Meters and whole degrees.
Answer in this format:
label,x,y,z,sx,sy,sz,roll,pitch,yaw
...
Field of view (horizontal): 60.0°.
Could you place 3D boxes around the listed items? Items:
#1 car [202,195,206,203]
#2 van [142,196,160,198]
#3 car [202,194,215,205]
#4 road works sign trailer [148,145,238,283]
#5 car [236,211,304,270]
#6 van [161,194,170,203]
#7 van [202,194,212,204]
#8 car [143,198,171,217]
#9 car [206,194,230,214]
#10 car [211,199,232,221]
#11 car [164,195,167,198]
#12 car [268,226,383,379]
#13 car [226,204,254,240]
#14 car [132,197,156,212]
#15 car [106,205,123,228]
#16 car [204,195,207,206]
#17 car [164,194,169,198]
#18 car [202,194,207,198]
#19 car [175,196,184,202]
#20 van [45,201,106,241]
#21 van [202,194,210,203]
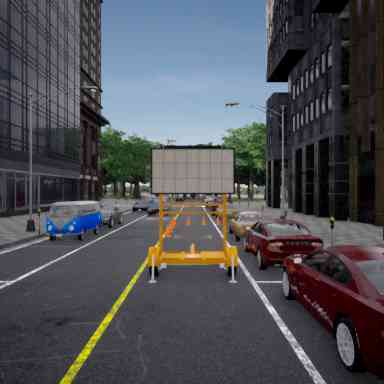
label,x,y,z,sx,sy,sz,roll,pitch,yaw
car,2.896,1.554,48.990,1.887,1.381,4.507,0,0,0
van,-5.644,1.348,43.576,1.690,1.788,3.998,0,0,0
car,2.926,1.330,59.866,2.192,1.841,5.009,0,0,0
road works sign trailer,0.026,0.464,9.640,2.380,3.560,2.880,0,0,0
car,2.792,1.545,10.927,1.887,1.381,4.507,0,0,0
van,-5.569,1.363,70.764,1.690,1.788,3.998,0,0,0
van,2.941,1.359,65.303,1.690,1.788,3.998,0,0,0
car,-3.015,1.550,31.658,2.033,1.411,5.357,0,0,0
car,2.851,1.318,32.678,2.192,1.841,5.009,0,0,0
car,2.837,1.527,27.410,1.752,1.417,4.829,0,0,0
car,-5.614,1.578,54.451,1.947,1.339,4.313,0,0,0
car,2.777,1.544,5.490,1.887,1.381,4.507,0,0,0
car,2.807,1.526,16.535,1.752,1.417,4.829,0,0,0
car,-5.659,1.570,38.139,1.947,1.339,4.313,0,0,0
car,-5.704,1.552,21.826,2.008,1.369,4.403,0,0,0
car,2.882,1.532,43.722,1.752,1.417,4.829,0,0,0
car,-5.600,1.540,59.719,1.752,1.417,4.829,0,0,0
car,2.911,1.452,54.428,1.967,1.590,4.097,0,0,0
car,-2.796,1.624,74.071,1.895,1.301,4.718,0,0,0
van,-5.719,1.341,16.389,1.690,1.788,3.998,0,0,0
van,2.956,1.363,70.740,1.690,1.788,3.998,0,0,0
